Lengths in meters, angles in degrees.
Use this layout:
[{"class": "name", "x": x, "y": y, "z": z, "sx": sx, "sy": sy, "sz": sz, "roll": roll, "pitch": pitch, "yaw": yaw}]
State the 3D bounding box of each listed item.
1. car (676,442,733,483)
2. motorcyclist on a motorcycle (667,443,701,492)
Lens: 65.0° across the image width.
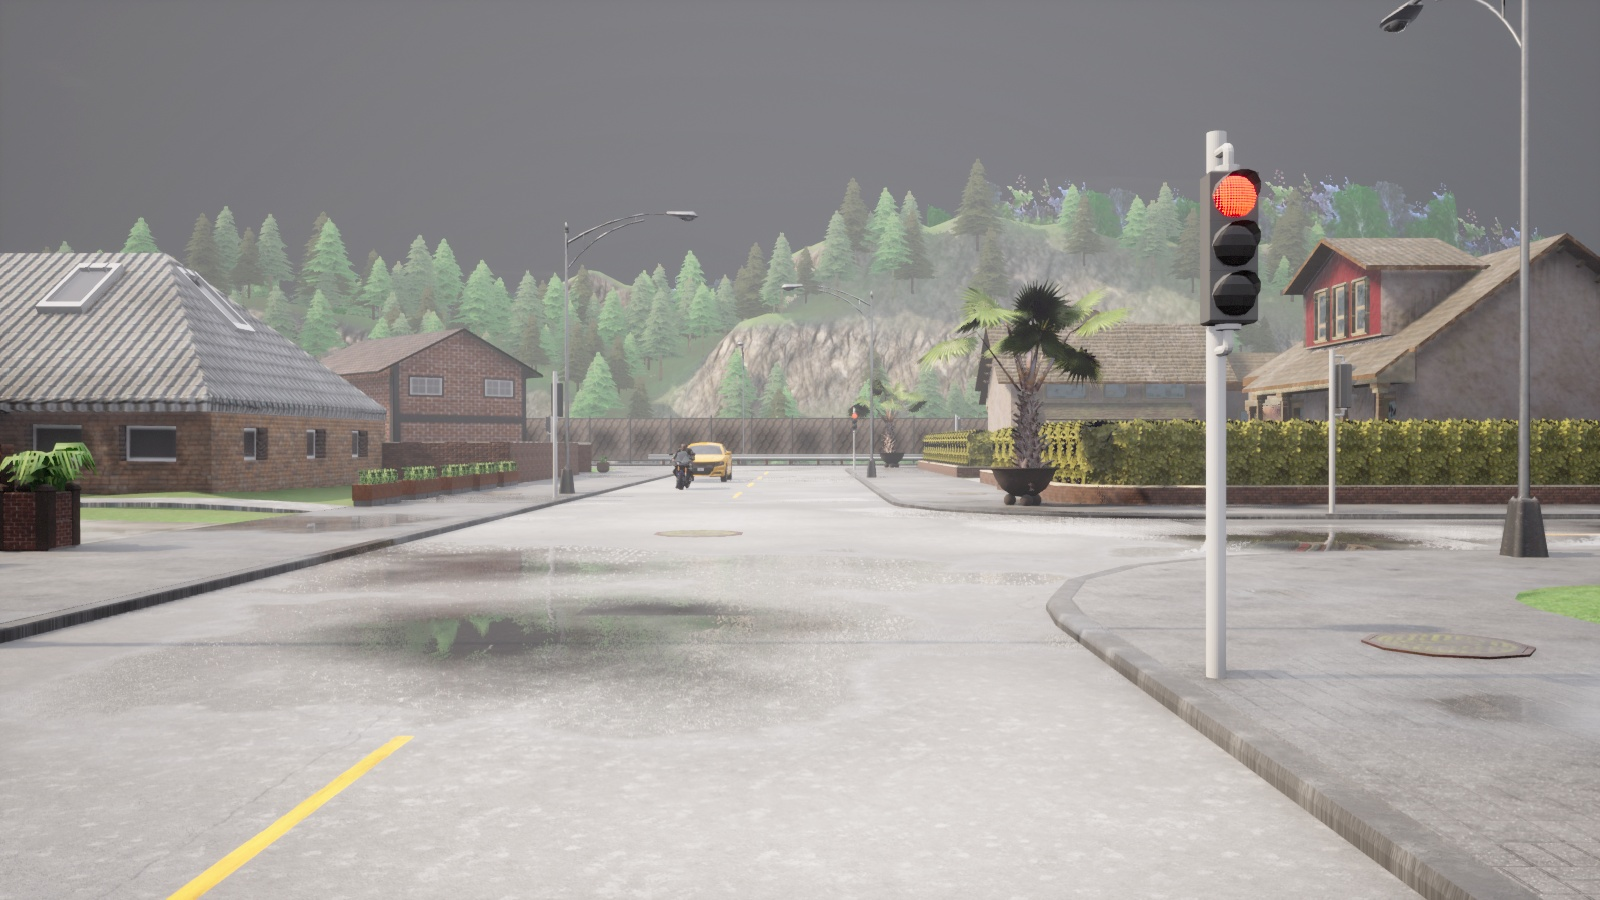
[{"class": "car", "x": -3.719, "y": 0.441, "z": 49.599, "sx": 1.882, "sy": 1.535, "sz": 5.008, "roll": 0, "pitch": 0, "yaw": 0}, {"class": "motorcyclist on a motorcycle", "x": -3.750, "y": 0.549, "z": 40.694, "sx": 0.866, "sy": 1.530, "sz": 2.191, "roll": 0, "pitch": 0, "yaw": 1}]
